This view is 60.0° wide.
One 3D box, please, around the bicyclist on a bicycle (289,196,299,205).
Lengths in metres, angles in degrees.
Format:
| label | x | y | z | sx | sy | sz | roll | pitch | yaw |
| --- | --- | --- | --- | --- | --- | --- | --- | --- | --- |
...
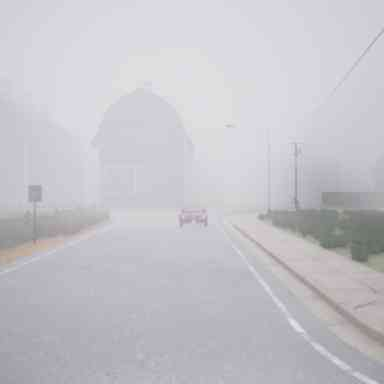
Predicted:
| label | x | y | z | sx | sy | sz | roll | pitch | yaw |
| --- | --- | --- | --- | --- | --- | --- | --- | --- | --- |
| bicyclist on a bicycle | 12.425 | 1.362 | 40.538 | 1.656 | 1.620 | 0.582 | 0 | 0 | 33 |

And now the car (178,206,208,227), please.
| label | x | y | z | sx | sy | sz | roll | pitch | yaw |
| --- | --- | --- | --- | --- | --- | --- | --- | --- | --- |
| car | 0.139 | 1.591 | 22.828 | 1.895 | 1.301 | 4.718 | 0 | 0 | 1 |

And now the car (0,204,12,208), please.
| label | x | y | z | sx | sy | sz | roll | pitch | yaw |
| --- | --- | --- | --- | --- | --- | --- | --- | --- | --- |
| car | -20.138 | 1.464 | 32.280 | 5.008 | 1.535 | 1.882 | 0 | 0 | -3 |
